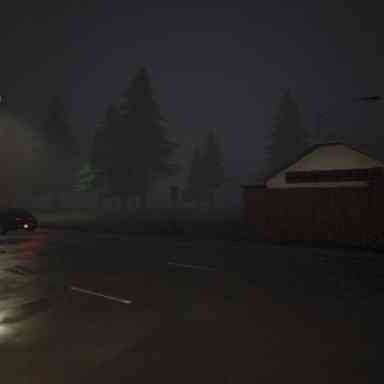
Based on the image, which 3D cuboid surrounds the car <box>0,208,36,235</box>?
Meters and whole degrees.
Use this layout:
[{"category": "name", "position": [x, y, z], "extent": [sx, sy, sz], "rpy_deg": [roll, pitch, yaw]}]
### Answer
[{"category": "car", "position": [-11.734, 1.780, 20.957], "extent": [4.892, 1.490, 1.837], "rpy_deg": [-1, 0, 35]}]
